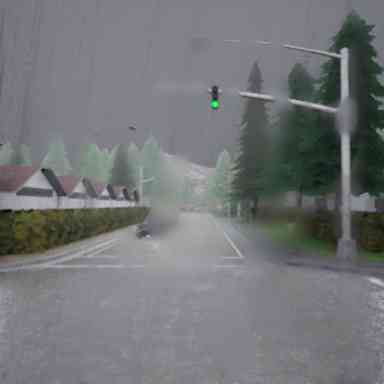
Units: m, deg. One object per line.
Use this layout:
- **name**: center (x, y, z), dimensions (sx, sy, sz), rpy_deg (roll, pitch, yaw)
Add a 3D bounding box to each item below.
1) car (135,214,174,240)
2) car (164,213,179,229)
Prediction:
- **car**: center (-2.764, 2.606, 24.426), dimensions (2.033, 1.411, 5.357), rpy_deg (0, -2, 2)
- **car**: center (-2.421, 2.951, 34.698), dimensions (1.882, 1.535, 5.008), rpy_deg (0, -2, 2)
